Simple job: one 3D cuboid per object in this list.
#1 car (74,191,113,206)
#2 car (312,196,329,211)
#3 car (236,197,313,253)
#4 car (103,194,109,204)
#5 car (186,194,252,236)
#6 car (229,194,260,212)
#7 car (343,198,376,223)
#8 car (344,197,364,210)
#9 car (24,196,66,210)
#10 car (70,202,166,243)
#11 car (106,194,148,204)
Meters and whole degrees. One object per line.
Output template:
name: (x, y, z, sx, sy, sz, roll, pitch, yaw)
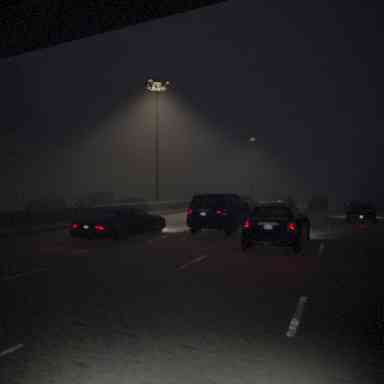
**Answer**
car: (-11.597, 0.951, 40.041, 2.150, 2.045, 5.566, 0, 0, 24)
car: (13.726, 1.206, 36.104, 1.882, 1.535, 5.008, 0, 0, 24)
car: (3.566, 1.250, 13.655, 2.097, 1.767, 4.553, 0, 0, 24)
car: (-7.809, 1.273, 39.924, 2.033, 1.411, 5.357, 0, 0, 24)
car: (1.631, 1.092, 17.871, 2.150, 2.045, 5.566, 0, 0, 24)
car: (5.585, 1.098, 35.091, 2.097, 1.767, 4.553, 0, 1, 24)
car: (12.033, 1.322, 23.877, 1.837, 1.490, 4.892, 0, 1, 24)
car: (18.503, 1.309, 38.168, 1.895, 1.301, 4.718, 0, 0, 24)
car: (-16.543, 1.244, 37.611, 2.128, 1.511, 4.902, 0, 0, 24)
car: (-3.218, 1.439, 15.645, 2.033, 1.411, 5.357, 0, 0, 24)
car: (-6.354, 1.266, 34.654, 1.837, 1.490, 4.892, 0, 0, 24)
